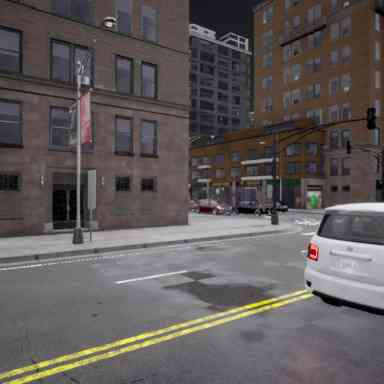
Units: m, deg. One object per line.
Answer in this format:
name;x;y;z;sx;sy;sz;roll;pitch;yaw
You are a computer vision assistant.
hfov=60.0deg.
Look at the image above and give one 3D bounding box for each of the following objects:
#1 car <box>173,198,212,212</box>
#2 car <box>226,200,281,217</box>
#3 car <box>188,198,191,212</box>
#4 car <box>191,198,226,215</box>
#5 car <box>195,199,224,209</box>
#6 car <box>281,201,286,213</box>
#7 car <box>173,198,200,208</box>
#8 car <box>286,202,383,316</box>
car;-0.022;1.482;39.764;2.128;1.511;4.902;0;0;-35
car;5.716;1.595;31.651;1.895;1.301;4.718;0;0;-35
car;-1.058;1.422;36.834;1.967;1.590;4.097;0;0;-35
car;2.125;1.423;32.335;1.967;1.590;4.097;0;0;-35
car;2.310;1.594;45.968;1.802;1.307;4.206;0;0;-35
car;8.676;1.580;36.969;1.947;1.339;4.313;0;0;-35
car;-0.872;1.579;50.466;1.947;1.339;4.313;0;0;-35
car;4.639;1.223;6.757;5.566;2.045;2.150;0;0;-36
